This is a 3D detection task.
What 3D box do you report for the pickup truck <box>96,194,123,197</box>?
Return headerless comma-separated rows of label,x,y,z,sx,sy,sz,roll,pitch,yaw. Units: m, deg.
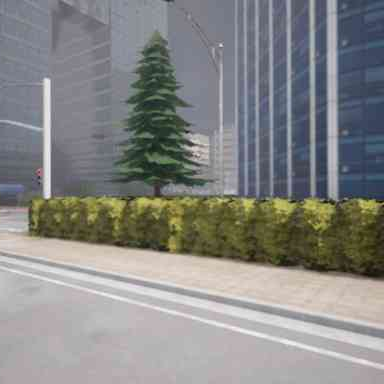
pickup truck,-15.104,1.337,61.460,6.274,2.098,2.390,0,0,-24
